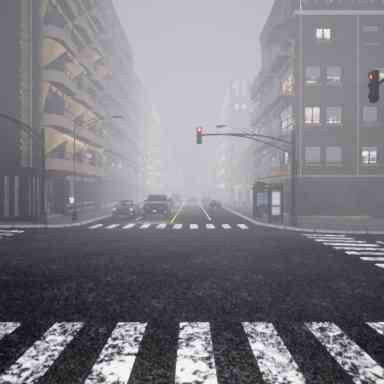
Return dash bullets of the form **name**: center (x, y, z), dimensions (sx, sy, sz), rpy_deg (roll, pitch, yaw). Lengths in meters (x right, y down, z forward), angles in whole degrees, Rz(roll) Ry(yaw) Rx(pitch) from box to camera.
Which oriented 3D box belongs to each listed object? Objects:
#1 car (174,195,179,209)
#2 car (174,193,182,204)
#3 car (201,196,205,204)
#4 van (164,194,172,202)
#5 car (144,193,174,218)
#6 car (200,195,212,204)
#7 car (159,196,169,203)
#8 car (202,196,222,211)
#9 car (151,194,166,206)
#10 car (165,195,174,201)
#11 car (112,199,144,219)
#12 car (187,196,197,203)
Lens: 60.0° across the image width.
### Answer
- **car**: center (-3.130, 1.502, 44.926), dimensions (1.837, 1.490, 4.892), rpy_deg (0, 0, 0)
- **car**: center (-3.047, 1.240, 63.933), dimensions (2.150, 2.045, 5.566), rpy_deg (0, 0, 0)
- **car**: center (2.653, 1.542, 46.057), dimensions (1.887, 1.381, 4.507), rpy_deg (0, 0, 0)
- **van**: center (-5.753, 1.337, 79.889), dimensions (1.690, 1.788, 3.998), rpy_deg (0, 0, 0)
- **car**: center (-3.123, 1.218, 30.341), dimensions (2.150, 2.045, 5.566), rpy_deg (0, 0, 0)
- **car**: center (2.640, 1.437, 62.974), dimensions (1.967, 1.590, 4.097), rpy_deg (0, 0, 0)
- **car**: center (-5.744, 1.522, 68.441), dimensions (1.752, 1.417, 4.829), rpy_deg (0, 0, 0)
- **car**: center (2.657, 1.548, 40.419), dimensions (2.008, 1.369, 4.403), rpy_deg (0, 0, 0)
- **car**: center (-5.737, 1.312, 57.333), dimensions (2.192, 1.841, 5.009), rpy_deg (0, 0, 0)
- **car**: center (-5.757, 1.546, 85.528), dimensions (2.008, 1.369, 4.403), rpy_deg (0, 0, 0)
- **car**: center (-5.715, 1.438, 29.140), dimensions (1.967, 1.590, 4.097), rpy_deg (0, 0, 0)
- **car**: center (0.046, 1.561, 69.642), dimensions (1.994, 1.385, 4.181), rpy_deg (0, 0, 0)
